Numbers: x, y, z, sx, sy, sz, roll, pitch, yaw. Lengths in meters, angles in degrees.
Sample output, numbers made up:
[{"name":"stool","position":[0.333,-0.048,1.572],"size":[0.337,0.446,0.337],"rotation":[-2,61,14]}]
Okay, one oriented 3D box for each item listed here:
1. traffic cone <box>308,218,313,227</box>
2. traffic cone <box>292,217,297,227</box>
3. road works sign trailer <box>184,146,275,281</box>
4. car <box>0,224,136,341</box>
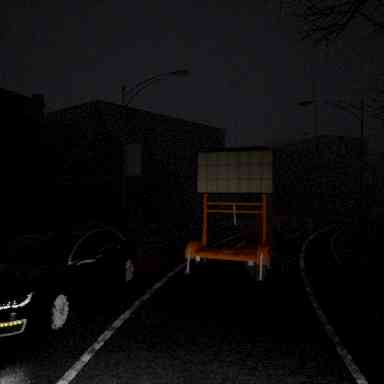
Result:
[{"name":"traffic cone","position":[7.669,1.979,21.525],"size":[0.340,0.580,0.340],"rotation":[1,0,23]},{"name":"traffic cone","position":[6.748,1.967,21.914],"size":[0.340,0.580,0.340],"rotation":[1,0,23]},{"name":"road works sign trailer","position":[1.319,0.460,10.119],"size":[2.380,3.560,2.880],"rotation":[0,0,21]},{"name":"car","position":[-2.682,1.492,6.865],"size":[1.837,1.490,4.892],"rotation":[0,0,11]}]
